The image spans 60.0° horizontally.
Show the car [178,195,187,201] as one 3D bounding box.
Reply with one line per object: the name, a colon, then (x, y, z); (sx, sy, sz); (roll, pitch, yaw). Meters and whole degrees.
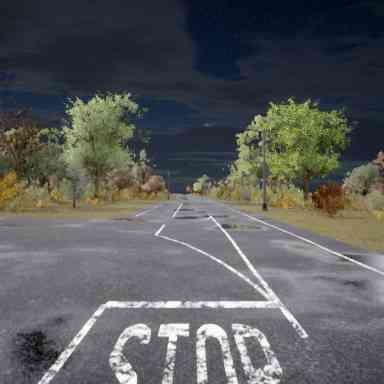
car: (-2.475, 1.559, 87.081); (1.837, 1.490, 4.892); (0, 0, 6)
